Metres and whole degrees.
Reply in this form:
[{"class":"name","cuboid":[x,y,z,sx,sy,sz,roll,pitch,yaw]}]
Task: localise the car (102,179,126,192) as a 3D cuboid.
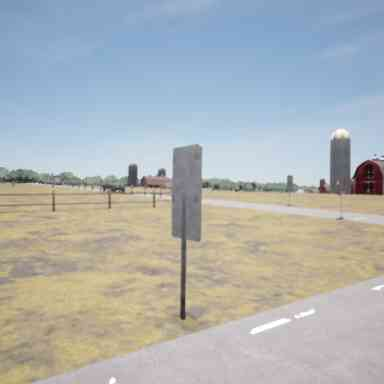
[{"class":"car","cuboid":[-12.743,-1.049,54.016,2.150,2.045,5.566,1,2,-36]}]
